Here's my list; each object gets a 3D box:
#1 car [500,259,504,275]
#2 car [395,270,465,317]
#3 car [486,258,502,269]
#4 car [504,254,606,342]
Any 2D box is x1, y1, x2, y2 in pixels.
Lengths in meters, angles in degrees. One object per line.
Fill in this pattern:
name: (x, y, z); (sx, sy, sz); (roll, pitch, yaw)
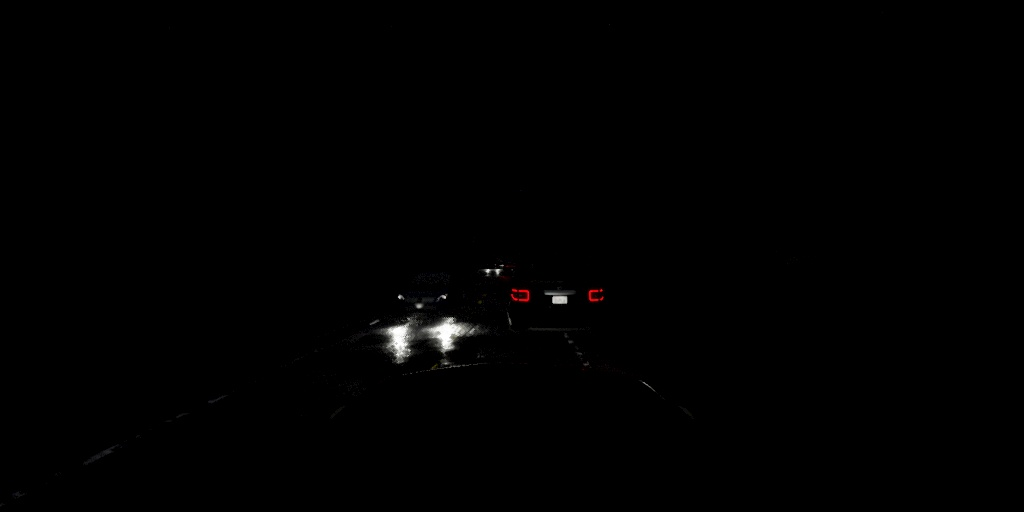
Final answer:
car: (0.029, 1.221, 38.261); (1.882, 1.535, 5.008); (0, 0, 0)
car: (-2.863, 1.275, 13.399); (1.812, 1.442, 4.674); (0, 0, 0)
car: (-2.908, 1.243, 54.964); (1.837, 1.490, 4.892); (0, 0, 0)
car: (0.955, 0.975, 9.873); (2.150, 2.045, 5.566); (0, 0, 0)
